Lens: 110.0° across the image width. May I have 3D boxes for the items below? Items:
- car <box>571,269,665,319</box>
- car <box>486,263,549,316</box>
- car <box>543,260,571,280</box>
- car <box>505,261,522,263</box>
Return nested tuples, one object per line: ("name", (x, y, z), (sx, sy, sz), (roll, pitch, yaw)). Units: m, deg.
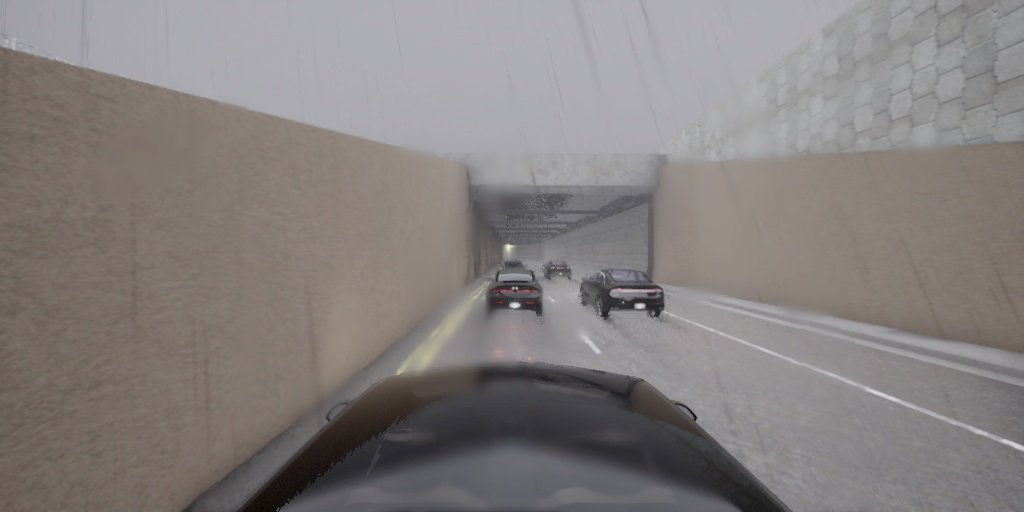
("car", (3.605, 1.185, 12.500), (2.128, 1.511, 4.902), (0, 0, 0))
("car", (0.107, 1.195, 13.087), (1.837, 1.490, 4.892), (0, 1, 0))
("car", (3.622, 1.098, 29.094), (2.128, 1.511, 4.902), (0, 0, 0))
("car", (0.123, 1.109, 29.159), (1.837, 1.490, 4.892), (0, 0, 0))
